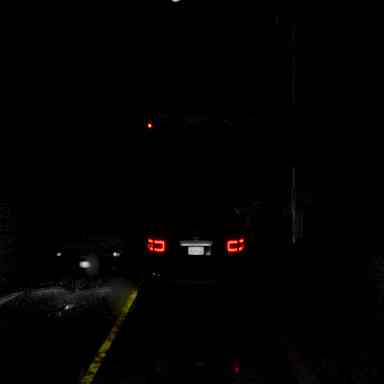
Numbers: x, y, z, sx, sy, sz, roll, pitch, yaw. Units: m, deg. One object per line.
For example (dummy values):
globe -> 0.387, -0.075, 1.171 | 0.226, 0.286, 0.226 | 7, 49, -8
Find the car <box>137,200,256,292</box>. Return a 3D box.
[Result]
car -> 0.079, 1.222, 9.066 | 2.150, 2.045, 5.566 | 0, 0, 0

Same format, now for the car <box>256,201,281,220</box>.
car -> 5.331, 1.472, 26.888 | 5.008, 1.535, 1.882 | 0, 0, -14

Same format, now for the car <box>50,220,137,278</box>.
car -> -2.586, 1.565, 10.052 | 1.994, 1.385, 4.181 | 0, 0, 0
